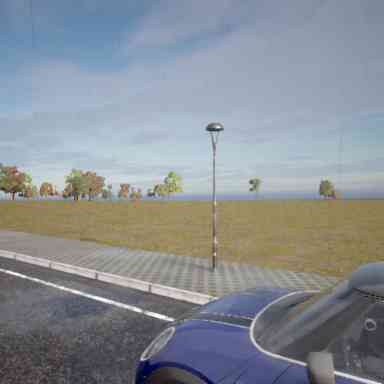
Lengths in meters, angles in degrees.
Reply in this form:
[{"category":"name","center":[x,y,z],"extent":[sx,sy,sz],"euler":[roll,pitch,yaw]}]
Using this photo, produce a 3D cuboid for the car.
[{"category":"car","center":[1.684,1.352,2.500],"extent":[4.553,1.767,2.097],"euler":[0,0,36]}]
